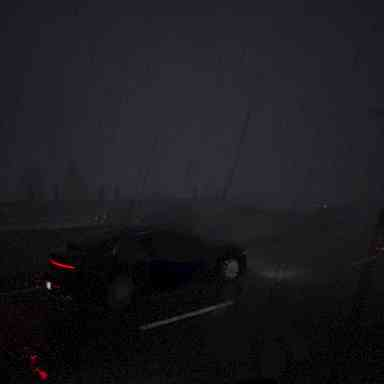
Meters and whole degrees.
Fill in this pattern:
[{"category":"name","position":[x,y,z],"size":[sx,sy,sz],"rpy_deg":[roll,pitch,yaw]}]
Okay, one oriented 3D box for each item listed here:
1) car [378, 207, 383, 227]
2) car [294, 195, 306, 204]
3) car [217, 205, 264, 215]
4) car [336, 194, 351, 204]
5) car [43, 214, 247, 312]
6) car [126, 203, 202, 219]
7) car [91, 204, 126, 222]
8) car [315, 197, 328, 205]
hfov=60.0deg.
[{"category":"car","position":[13.227,1.418,21.082],"size":[1.837,1.490,4.892],"rpy_deg":[0,0,41]},{"category":"car","position":[18.753,1.321,57.802],"size":[2.128,1.511,4.902],"rpy_deg":[0,0,21]},{"category":"car","position":[2.979,1.517,20.651],"size":[1.994,1.385,4.181],"rpy_deg":[0,0,45]},{"category":"car","position":[25.637,1.156,56.250],"size":[2.097,1.767,4.553],"rpy_deg":[0,0,20]},{"category":"car","position":[-0.799,1.495,7.759],"size":[4.892,1.490,1.837],"rpy_deg":[0,0,-38]},{"category":"car","position":[-1.455,1.475,21.231],"size":[4.892,1.490,1.837],"rpy_deg":[0,0,-43]},{"category":"car","position":[-4.749,1.543,22.953],"size":[4.181,1.385,1.994],"rpy_deg":[0,0,-43]},{"category":"car","position":[21.549,1.423,55.331],"size":[1.895,1.301,4.718],"rpy_deg":[0,0,21]}]
